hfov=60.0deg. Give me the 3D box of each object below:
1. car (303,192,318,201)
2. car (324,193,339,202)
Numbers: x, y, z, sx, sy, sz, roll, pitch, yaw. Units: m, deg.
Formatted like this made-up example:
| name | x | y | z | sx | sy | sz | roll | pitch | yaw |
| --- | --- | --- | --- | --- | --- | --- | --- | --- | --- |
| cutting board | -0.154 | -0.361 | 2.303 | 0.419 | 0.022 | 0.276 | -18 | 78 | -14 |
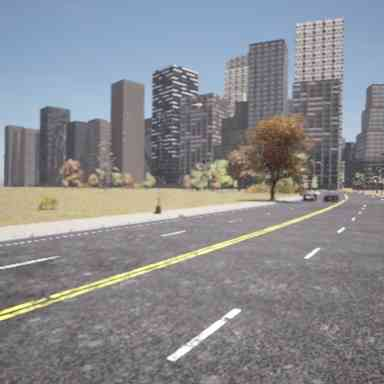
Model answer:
| name | x | y | z | sx | sy | sz | roll | pitch | yaw |
| --- | --- | --- | --- | --- | --- | --- | --- | --- | --- |
| car | 19.539 | 0.729 | 54.952 | 2.128 | 1.511 | 4.902 | 1 | 1 | 28 |
| car | 22.418 | 0.861 | 53.449 | 1.994 | 1.385 | 4.181 | 1 | 1 | 28 |
